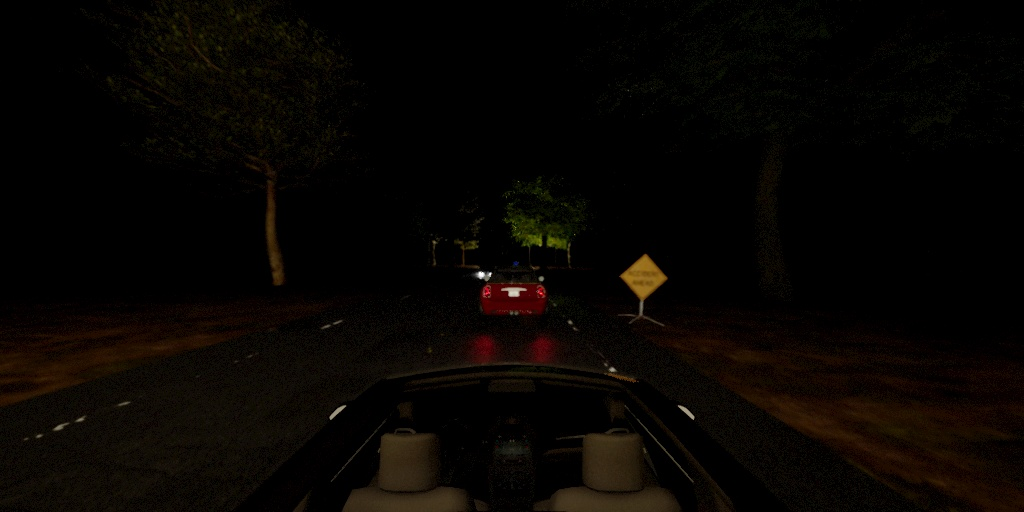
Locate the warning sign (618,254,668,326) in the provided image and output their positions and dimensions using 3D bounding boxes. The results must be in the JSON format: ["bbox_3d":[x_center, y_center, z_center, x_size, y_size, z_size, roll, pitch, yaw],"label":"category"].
[{"bbox_3d":[3.553,0.863,9.942,1.300,1.860,1.060,0,0,0],"label":"warning sign"}]

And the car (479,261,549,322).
[{"bbox_3d":[0.071,1.109,12.488,2.097,1.767,4.553,0,0,0],"label":"car"}]

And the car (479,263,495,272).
[{"bbox_3d":[-3.554,1.618,51.229,1.895,1.301,4.718,0,-1,0],"label":"car"}]
